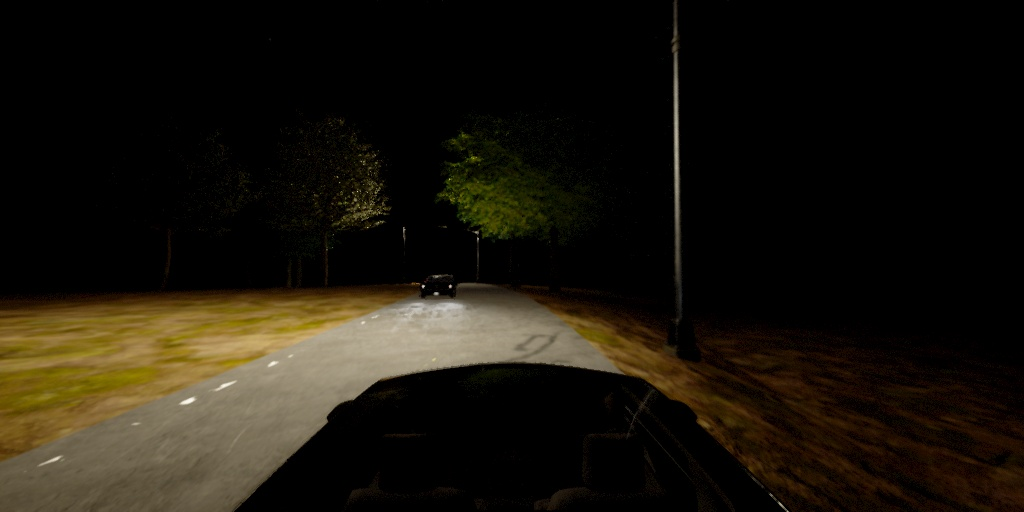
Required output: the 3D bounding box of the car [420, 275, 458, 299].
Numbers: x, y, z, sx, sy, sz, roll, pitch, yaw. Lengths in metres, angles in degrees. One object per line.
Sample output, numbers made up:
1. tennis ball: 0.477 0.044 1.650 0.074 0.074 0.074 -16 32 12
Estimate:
1. car: -4.254 1.774 21.340 1.895 1.301 4.718 0 -2 -6
